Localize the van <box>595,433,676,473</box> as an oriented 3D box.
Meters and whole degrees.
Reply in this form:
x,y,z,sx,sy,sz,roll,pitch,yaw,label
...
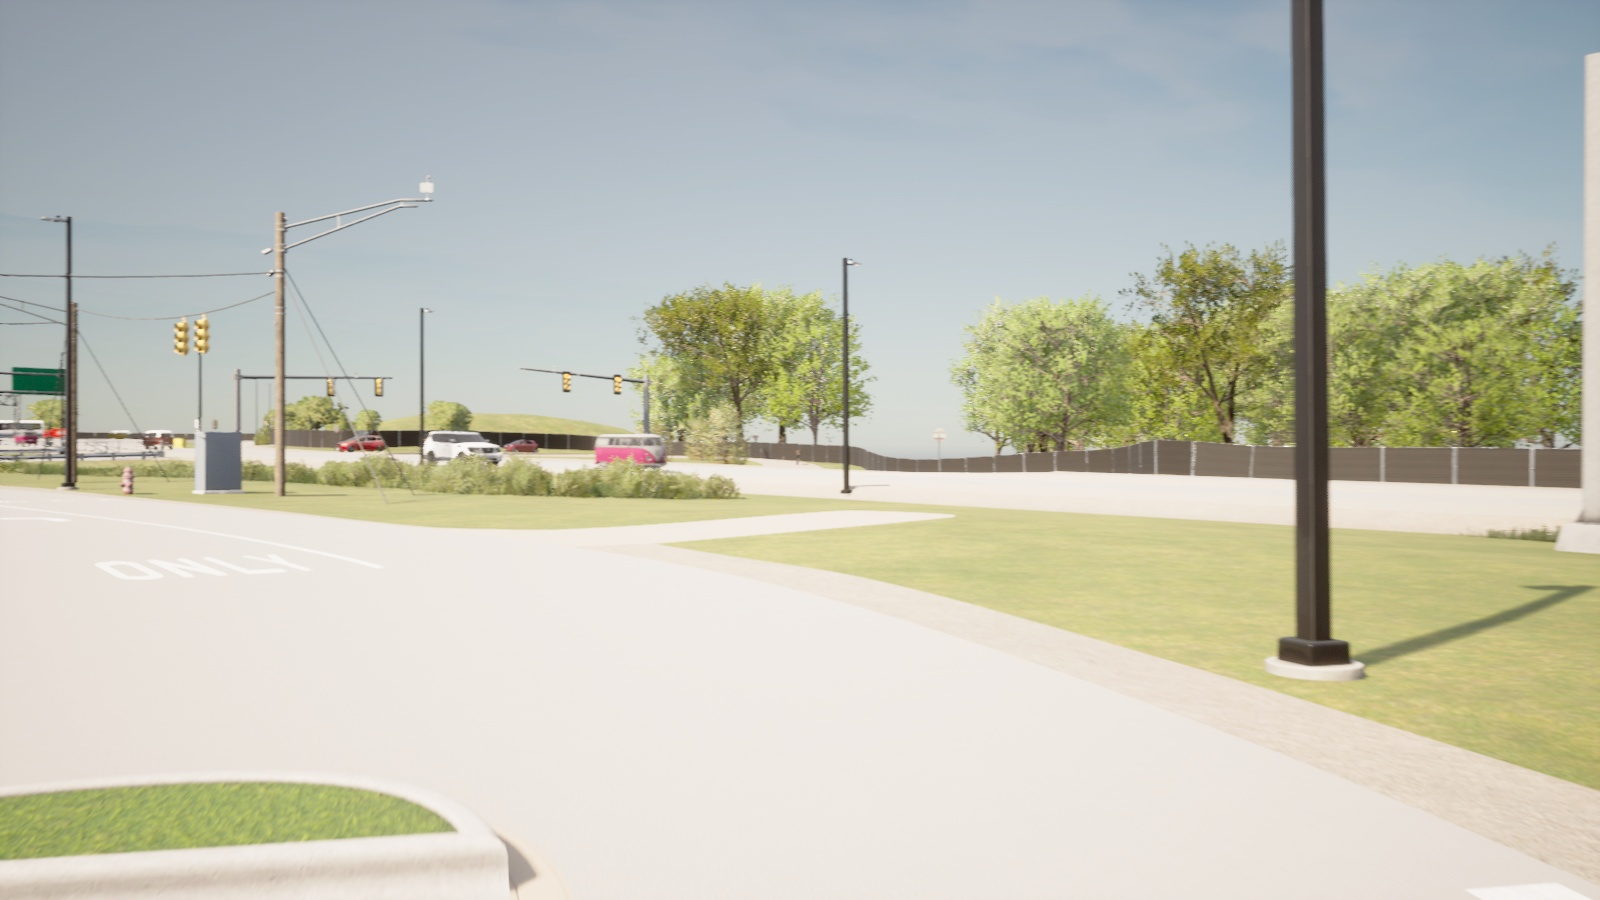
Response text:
x,y,z,sx,sy,sz,roll,pitch,yaw,label
-8.607,0.137,65.550,4.442,1.987,1.775,1,0,44,van

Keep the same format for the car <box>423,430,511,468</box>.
x,y,z,sx,sy,sz,roll,pitch,yaw,label
-18.728,-0.078,70.424,5.566,2.045,2.150,1,0,44,car
